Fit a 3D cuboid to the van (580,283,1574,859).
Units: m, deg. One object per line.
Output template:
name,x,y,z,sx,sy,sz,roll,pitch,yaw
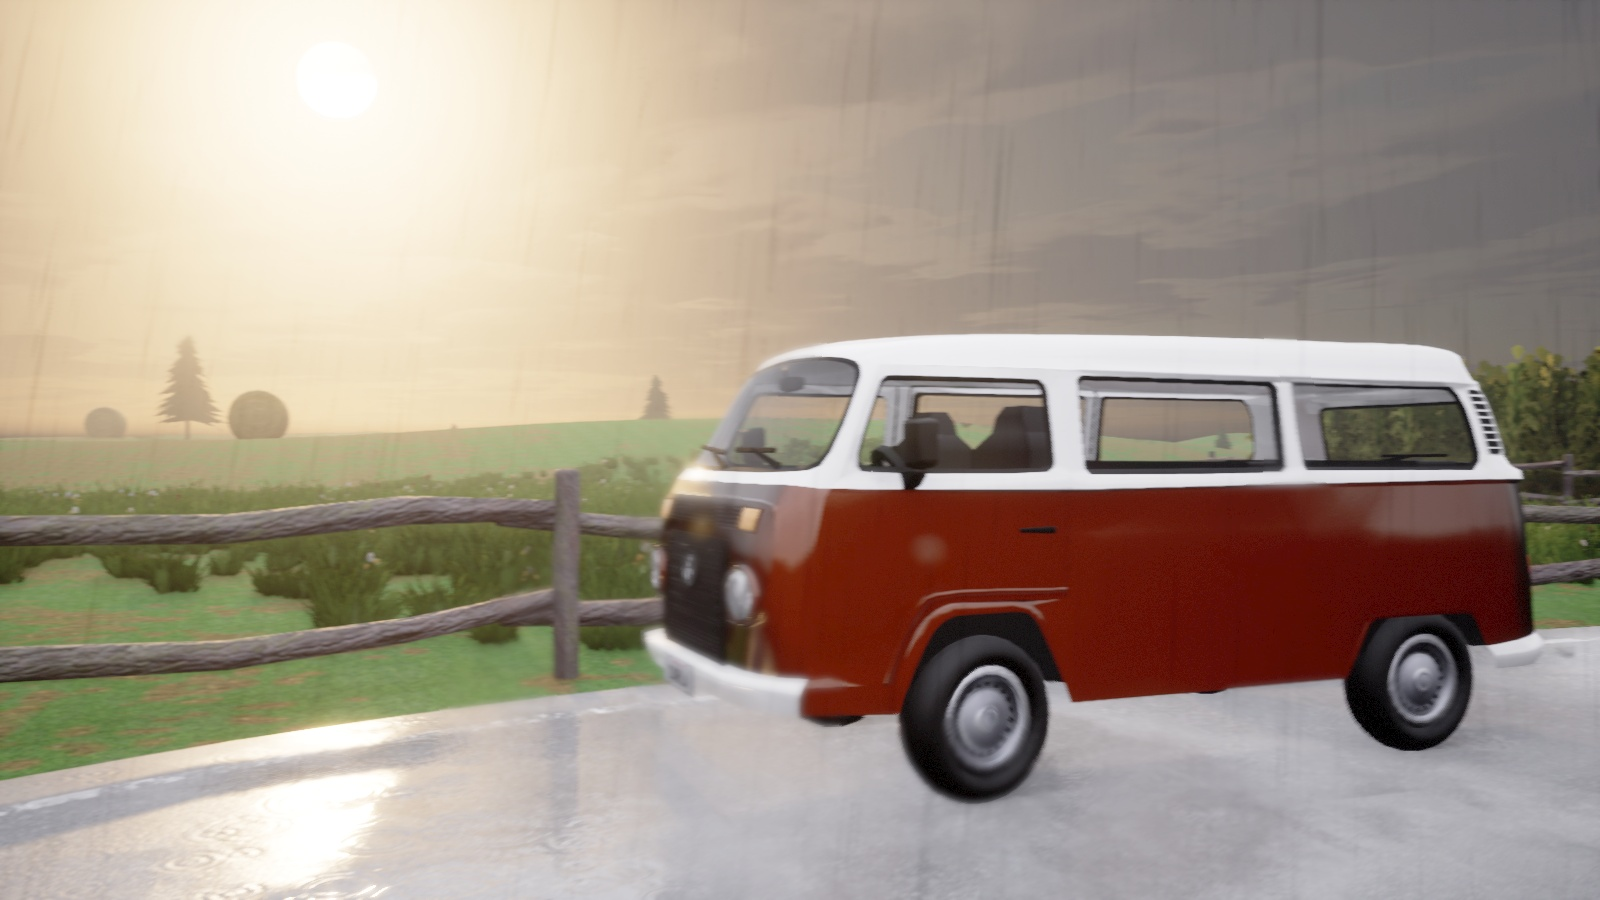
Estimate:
van,1.359,0.442,6.276,4.480,2.038,2.069,0,0,-23
